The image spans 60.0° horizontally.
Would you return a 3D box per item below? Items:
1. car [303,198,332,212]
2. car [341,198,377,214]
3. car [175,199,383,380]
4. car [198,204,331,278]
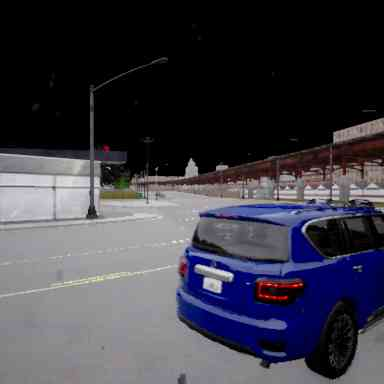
[{"bbox_3d":[15.021,1.526,39.950,1.812,1.442,4.674,0,0,2],"label":"car"},{"bbox_3d":[18.319,1.505,36.745,1.837,1.490,4.892,1,0,6],"label":"car"},{"bbox_3d":[2.283,1.222,5.790,5.566,2.045,2.150,0,0,-40],"label":"car"},{"bbox_3d":[2.553,1.352,10.951,4.553,1.767,2.097,0,0,-44],"label":"car"}]
